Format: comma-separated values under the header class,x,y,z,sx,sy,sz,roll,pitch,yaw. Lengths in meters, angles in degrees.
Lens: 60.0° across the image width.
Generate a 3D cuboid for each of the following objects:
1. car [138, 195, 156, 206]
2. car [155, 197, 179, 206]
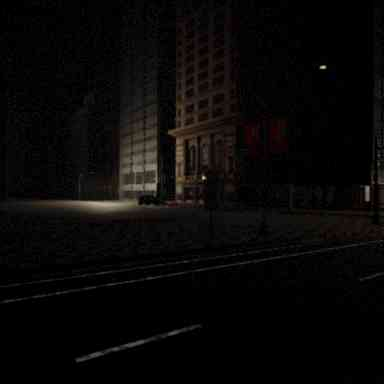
class,x,y,z,sx,sy,sz,roll,pitch,yaw
car,-8.009,1.546,61.534,2.150,2.045,5.566,1,0,-35
car,-4.323,1.941,61.575,1.895,1.301,4.718,1,0,-35
